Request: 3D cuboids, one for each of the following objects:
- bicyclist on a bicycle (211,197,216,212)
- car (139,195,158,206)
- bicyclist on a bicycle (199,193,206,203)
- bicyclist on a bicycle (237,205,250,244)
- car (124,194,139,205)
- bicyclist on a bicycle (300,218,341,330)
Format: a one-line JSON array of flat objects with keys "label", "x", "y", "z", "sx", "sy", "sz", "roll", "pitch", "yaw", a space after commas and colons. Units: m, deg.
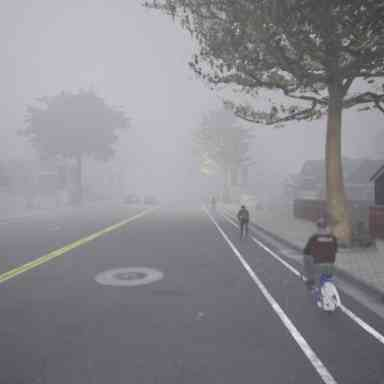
[{"label": "bicyclist on a bicycle", "x": 2.267, "y": 1.321, "z": 34.473, "sx": 0.582, "sy": 1.620, "sz": 1.656, "roll": 0, "pitch": 0, "yaw": 0}, {"label": "car", "x": -6.512, "y": 1.276, "z": 52.002, "sx": 1.882, "sy": 1.535, "sz": 5.008, "roll": 0, "pitch": 0, "yaw": 1}, {"label": "bicyclist on a bicycle", "x": 2.276, "y": 1.194, "z": 61.726, "sx": 0.866, "sy": 1.612, "sz": 1.509, "roll": 0, "pitch": 0, "yaw": 0}, {"label": "bicyclist on a bicycle", "x": 2.257, "y": 1.398, "z": 14.479, "sx": 0.582, "sy": 1.620, "sz": 1.656, "roll": 0, "pitch": 0, "yaw": 0}, {"label": "car", "x": -9.740, "y": 1.140, "z": 54.211, "sx": 2.097, "sy": 1.767, "sz": 4.553, "roll": 0, "pitch": 0, "yaw": 0}, {"label": "bicyclist on a bicycle", "x": 2.253, "y": 1.348, "z": 5.995, "sx": 0.659, "sy": 1.776, "sz": 1.843, "roll": 0, "pitch": 0, "yaw": 0}]
